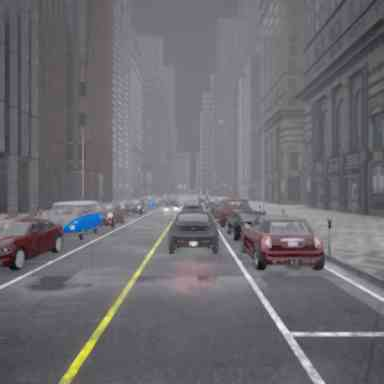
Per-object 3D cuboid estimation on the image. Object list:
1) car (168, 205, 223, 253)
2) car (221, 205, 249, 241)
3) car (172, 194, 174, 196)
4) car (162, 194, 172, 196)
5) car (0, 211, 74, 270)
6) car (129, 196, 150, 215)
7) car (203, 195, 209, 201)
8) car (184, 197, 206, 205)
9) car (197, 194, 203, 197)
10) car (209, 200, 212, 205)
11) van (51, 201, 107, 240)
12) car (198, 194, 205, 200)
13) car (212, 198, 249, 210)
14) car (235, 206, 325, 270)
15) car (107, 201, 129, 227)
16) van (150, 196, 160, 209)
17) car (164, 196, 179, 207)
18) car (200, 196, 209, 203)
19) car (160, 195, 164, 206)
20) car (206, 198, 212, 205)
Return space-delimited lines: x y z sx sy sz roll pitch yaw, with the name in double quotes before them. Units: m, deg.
"car" 0.065 1.511 13.733 1.837 1.490 4.892 0 0 0
"car" 2.757 1.574 16.667 1.947 1.339 4.313 0 0 0
"car" -5.782 1.361 73.023 2.192 1.841 5.009 0 0 0
"car" -5.780 1.481 67.385 1.967 1.590 4.097 0 0 0
"car" -5.767 1.550 11.019 1.887 1.381 4.507 0 0 0
"car" -5.772 1.456 33.566 1.967 1.590 4.097 0 0 0
"car" 2.750 1.462 44.848 1.967 1.590 4.097 0 0 0
"car" 0.064 1.520 29.307 1.837 1.490 4.892 0 0 0
"car" 2.339 1.561 61.728 1.812 1.442 4.674 0 0 0
"car" 2.754 1.558 27.940 1.887 1.381 4.507 0 0 0
"van" -5.769 1.349 16.656 1.690 1.788 3.998 0 0 0
"car" 2.739 1.511 95.576 1.967 1.590 4.097 0 0 0
"car" 2.755 1.326 22.304 2.192 1.841 5.009 0 0 0
"car" 2.757 1.445 11.030 1.967 1.590 4.097 0 0 0
"car" -5.770 1.451 22.293 1.967 1.590 4.097 0 0 0
"van" -5.775 1.363 44.839 1.690 1.788 3.998 0 0 0
"car" -3.092 1.627 50.976 1.895 1.301 4.718 0 0 0
"car" 2.745 1.628 73.030 1.802 1.307 4.206 0 0 0
"car" -5.776 1.551 50.306 1.752 1.417 4.829 0 0 0
"car" 2.753 1.582 33.576 1.947 1.339 4.313 0 0 0
